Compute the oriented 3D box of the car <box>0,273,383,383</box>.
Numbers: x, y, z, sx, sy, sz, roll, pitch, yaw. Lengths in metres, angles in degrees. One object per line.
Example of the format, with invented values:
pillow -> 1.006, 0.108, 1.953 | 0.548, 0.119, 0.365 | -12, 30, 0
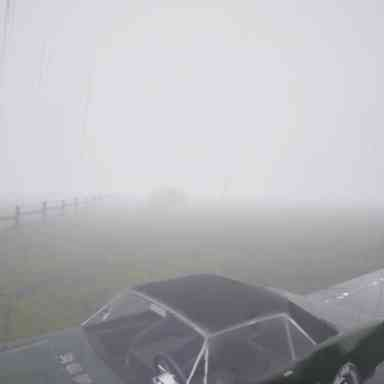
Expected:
car -> -0.192, 1.593, 3.020 | 4.718, 1.301, 1.895 | 0, 0, -37
